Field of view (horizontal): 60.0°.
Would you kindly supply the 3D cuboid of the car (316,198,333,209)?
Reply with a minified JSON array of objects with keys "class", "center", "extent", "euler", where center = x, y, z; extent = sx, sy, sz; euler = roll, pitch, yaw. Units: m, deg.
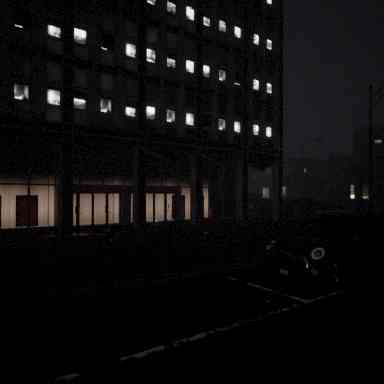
[{"class":"car","center":[14.020,1.369,40.483],"extent":[1.882,1.535,5.008],"euler":[0,0,-35]}]

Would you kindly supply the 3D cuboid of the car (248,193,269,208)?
[{"class":"car","center":[8.613,1.168,43.756],"extent":[2.192,1.841,5.009],"euler":[1,0,-35]}]

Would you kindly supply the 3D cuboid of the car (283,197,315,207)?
[{"class":"car","center":[15.505,1.481,48.520],"extent":[1.802,1.307,4.206],"euler":[1,0,-35]}]

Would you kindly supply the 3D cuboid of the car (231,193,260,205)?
[{"class":"car","center":[9.210,1.168,57.629],"extent":[2.192,1.841,5.009],"euler":[1,0,-35]}]

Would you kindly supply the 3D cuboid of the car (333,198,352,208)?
[{"class":"car","center":[18.557,1.447,44.105],"extent":[1.752,1.417,4.829],"euler":[1,0,-35]}]

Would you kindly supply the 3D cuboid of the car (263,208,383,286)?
[{"class":"car","center":[3.879,1.441,9.328],"extent":[4.097,1.590,1.967],"euler":[0,0,-36]}]

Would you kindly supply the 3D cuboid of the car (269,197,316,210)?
[{"class":"car","center":[11.760,1.427,39.201],"extent":[2.008,1.369,4.403],"euler":[1,0,-35]}]
